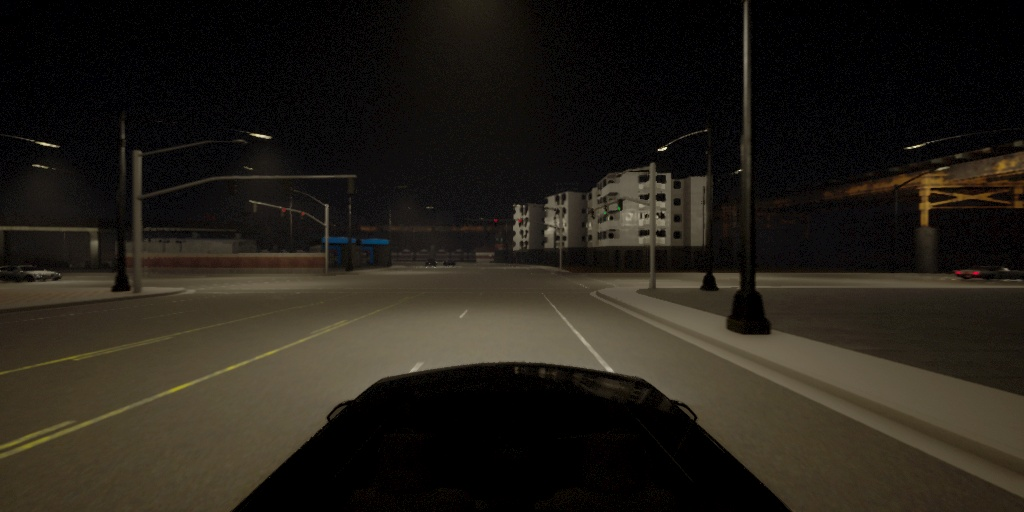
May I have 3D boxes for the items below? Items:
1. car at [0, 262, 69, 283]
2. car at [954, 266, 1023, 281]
[{"bbox_3d":[-40.700,1.500,29.907,4.674,1.442,1.812,1,0,-1],"label":"car"},{"bbox_3d":[42.277,1.518,31.488,4.718,1.301,1.895,0,0,0],"label":"car"}]
